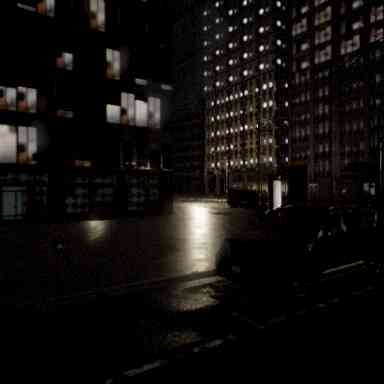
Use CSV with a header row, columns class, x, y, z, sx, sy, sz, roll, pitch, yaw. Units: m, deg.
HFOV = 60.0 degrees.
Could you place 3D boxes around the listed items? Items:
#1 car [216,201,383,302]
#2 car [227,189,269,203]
class,x,y,z,sx,sy,sz,roll,pitch,yaw
car,2.953,1.245,8.289,5.009,1.841,2.192,-1,1,-35
car,5.791,0.821,32.182,2.150,2.045,5.566,-1,2,-37
